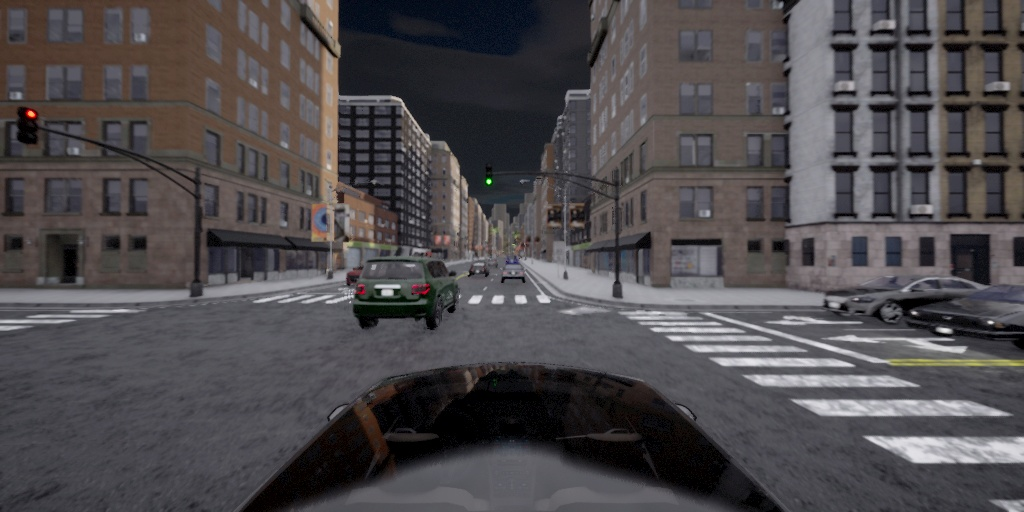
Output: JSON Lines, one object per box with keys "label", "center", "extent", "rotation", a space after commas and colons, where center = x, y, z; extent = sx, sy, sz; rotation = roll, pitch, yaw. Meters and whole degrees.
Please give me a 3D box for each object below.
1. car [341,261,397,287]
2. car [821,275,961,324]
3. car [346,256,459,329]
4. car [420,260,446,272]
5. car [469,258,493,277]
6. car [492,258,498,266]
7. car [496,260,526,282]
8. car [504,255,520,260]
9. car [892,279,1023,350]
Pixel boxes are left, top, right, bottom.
{"label": "car", "center": [-9.839, 1.198, 25.167], "extent": [1.882, 1.535, 5.008], "rotation": [0, 0, 0]}
{"label": "car", "center": [13.167, 1.373, 11.942], "extent": [4.902, 1.511, 2.128], "rotation": [0, -1, 0]}
{"label": "car", "center": [-3.146, 1.045, 11.730], "extent": [2.150, 2.045, 5.566], "rotation": [0, -1, 0]}
{"label": "car", "center": [-9.752, 1.210, 44.507], "extent": [2.033, 1.411, 5.357], "rotation": [0, 0, 0]}
{"label": "car", "center": [-3.152, 1.219, 35.139], "extent": [1.812, 1.442, 4.674], "rotation": [0, 0, 0]}
{"label": "car", "center": [-3.210, 1.109, 58.715], "extent": [2.128, 1.511, 4.902], "rotation": [0, 0, 1]}
{"label": "car", "center": [0.102, 1.263, 28.154], "extent": [2.033, 1.411, 5.357], "rotation": [0, 0, 0]}
{"label": "car", "center": [0.000, 0.855, 54.963], "extent": [2.150, 2.045, 5.566], "rotation": [0, 0, 0]}
{"label": "car", "center": [12.936, 1.394, 8.712], "extent": [5.357, 1.411, 2.033], "rotation": [0, -1, -4]}
